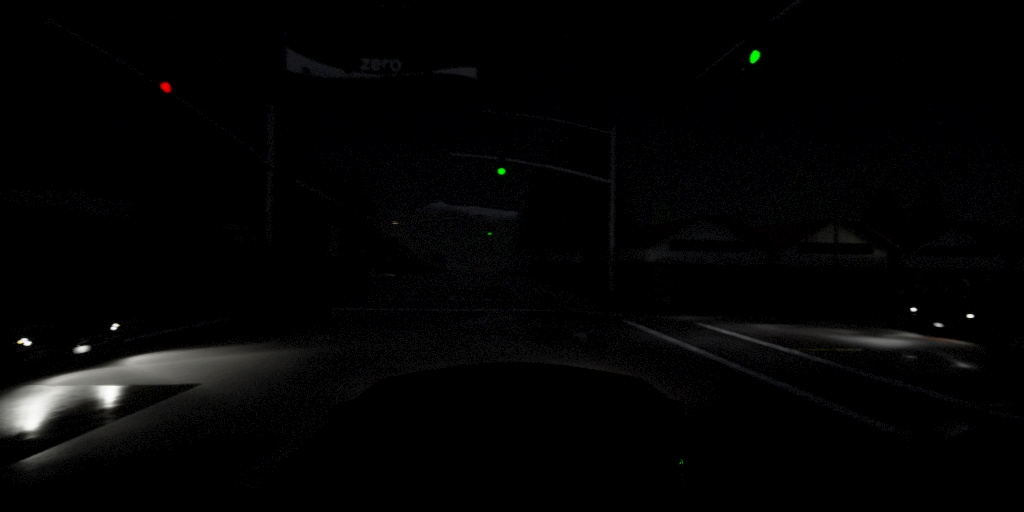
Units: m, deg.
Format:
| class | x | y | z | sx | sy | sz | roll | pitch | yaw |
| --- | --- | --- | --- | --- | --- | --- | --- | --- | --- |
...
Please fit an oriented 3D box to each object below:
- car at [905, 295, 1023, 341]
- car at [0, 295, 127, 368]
| class | x | y | z | sx | sy | sz | roll | pitch | yaw |
| --- | --- | --- | --- | --- | --- | --- | --- | --- | --- |
| car | 15.842 | 1.932 | 11.624 | 4.718 | 1.301 | 1.895 | 1 | -1 | -4 |
| car | -10.388 | 1.323 | 6.287 | 5.357 | 1.411 | 2.033 | -1 | -1 | -4 |
